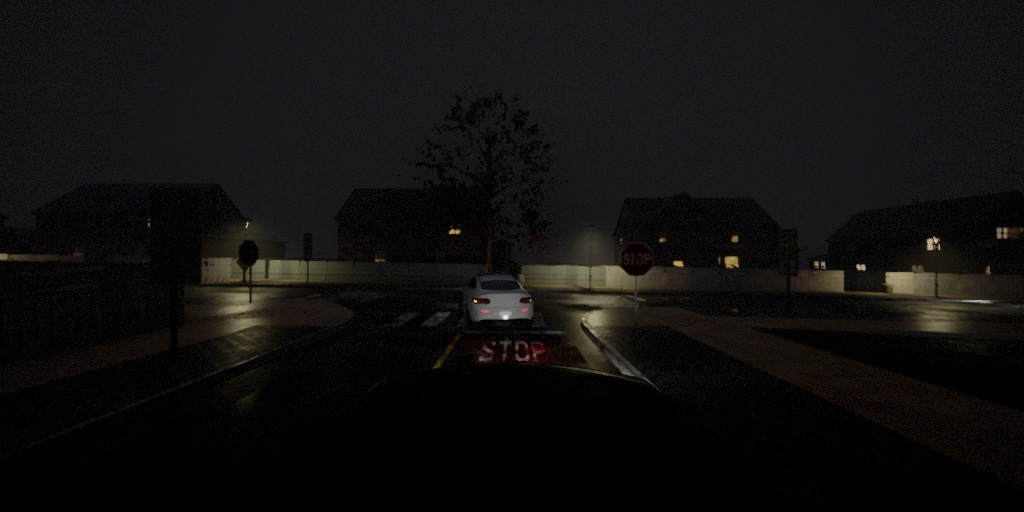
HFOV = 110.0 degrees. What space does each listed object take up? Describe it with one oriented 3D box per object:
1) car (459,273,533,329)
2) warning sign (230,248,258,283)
[{"bbox_3d":[-0.606,1.263,11.230,1.812,1.442,4.674,0,0,-11],"label":"car"},{"bbox_3d":[-15.719,0.603,21.080,1.060,1.860,1.300,0,0,0],"label":"warning sign"}]
